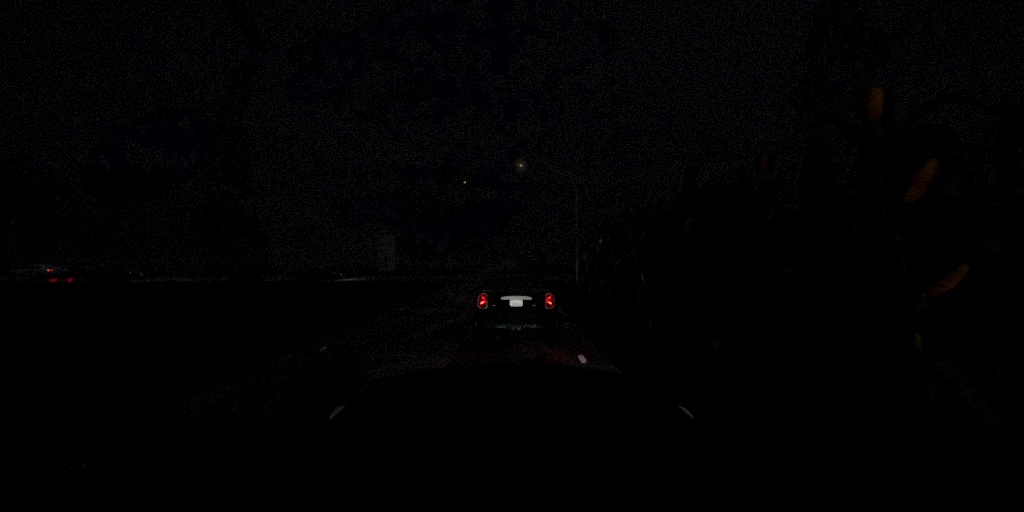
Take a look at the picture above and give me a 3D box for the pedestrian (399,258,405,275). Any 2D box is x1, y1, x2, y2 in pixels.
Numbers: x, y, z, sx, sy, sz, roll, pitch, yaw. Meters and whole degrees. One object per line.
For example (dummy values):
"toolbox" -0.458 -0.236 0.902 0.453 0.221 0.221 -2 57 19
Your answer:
"pedestrian" -12.136 1.146 39.348 0.375 1.860 0.375 0 1 0

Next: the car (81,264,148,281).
"car" -36.864 1.509 33.325 4.902 1.511 2.128 0 1 0

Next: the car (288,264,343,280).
"car" -18.223 1.472 33.362 4.674 1.442 1.812 0 1 0

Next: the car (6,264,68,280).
"car" -47.817 1.569 36.193 4.674 1.442 1.812 -1 1 0

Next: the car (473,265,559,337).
"car" 0.104 1.134 10.515 2.097 1.767 4.553 0 0 0
